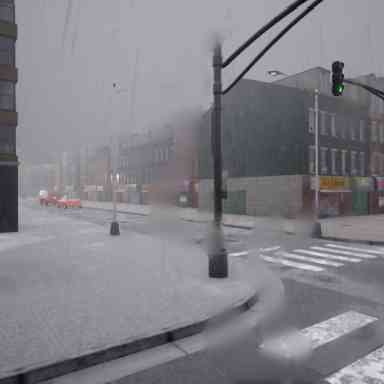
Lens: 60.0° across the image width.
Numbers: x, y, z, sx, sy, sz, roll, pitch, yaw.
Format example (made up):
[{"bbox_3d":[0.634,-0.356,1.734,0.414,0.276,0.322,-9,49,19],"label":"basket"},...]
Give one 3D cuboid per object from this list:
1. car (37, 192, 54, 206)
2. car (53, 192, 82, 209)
[{"bbox_3d":[-21.631,1.045,50.922,2.150,2.045,5.566,0,0,-36],"label":"car"},{"bbox_3d":[-15.891,1.206,42.983,2.097,1.767,4.553,0,0,-36],"label":"car"}]
